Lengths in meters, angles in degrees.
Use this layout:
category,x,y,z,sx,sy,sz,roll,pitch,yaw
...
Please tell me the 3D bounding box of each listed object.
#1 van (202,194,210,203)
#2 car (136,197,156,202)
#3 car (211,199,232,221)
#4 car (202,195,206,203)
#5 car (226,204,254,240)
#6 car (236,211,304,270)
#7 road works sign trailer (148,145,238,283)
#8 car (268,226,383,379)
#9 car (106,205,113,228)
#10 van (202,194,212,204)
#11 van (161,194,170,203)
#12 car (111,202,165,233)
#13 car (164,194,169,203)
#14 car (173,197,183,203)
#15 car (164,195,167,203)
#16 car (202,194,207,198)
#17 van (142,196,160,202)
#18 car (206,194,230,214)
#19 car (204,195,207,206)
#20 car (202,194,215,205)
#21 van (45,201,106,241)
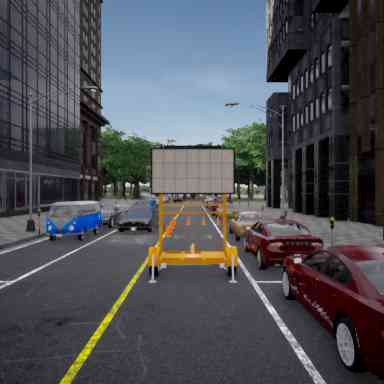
category,x,y,z,sx,sy,sz,roll,pitch,yaw
van,2.956,1.363,70.740,1.690,1.788,3.998,0,0,0
car,-5.659,1.571,38.139,1.947,1.339,4.313,0,0,0
car,2.837,1.527,27.410,1.752,1.417,4.829,0,0,0
car,2.896,1.554,48.990,1.887,1.381,4.507,0,0,0
car,2.807,1.526,16.535,1.752,1.417,4.829,0,0,0
car,2.792,1.545,10.927,1.887,1.381,4.507,0,0,0
road works sign trailer,0.026,0.464,9.640,2.380,3.560,2.880,0,0,0
car,2.777,1.544,5.490,1.887,1.381,4.507,0,0,0
car,-5.704,1.552,21.826,2.008,1.369,4.403,0,0,0
van,2.941,1.360,65.303,1.690,1.788,3.998,0,0,0
van,-5.569,1.363,70.764,1.690,1.788,3.998,0,0,0
car,-3.047,1.548,19.971,2.033,1.411,5.357,0,0,0
car,-5.600,1.540,59.719,1.752,1.417,4.829,0,0,0
car,-2.812,1.621,68.038,1.895,1.301,4.718,0,0,0
car,-5.614,1.578,54.451,1.947,1.339,4.313,0,0,0
car,2.911,1.452,54.428,1.967,1.590,4.097,0,0,0
van,-5.644,1.348,43.576,1.690,1.788,3.998,0,0,0
car,2.851,1.318,32.678,2.192,1.841,5.009,0,0,0
car,2.882,1.532,43.722,1.752,1.417,4.829,0,0,0
car,2.926,1.330,59.866,2.192,1.841,5.009,0,0,0
van,-5.719,1.342,16.389,1.690,1.788,3.998,0,0,0
